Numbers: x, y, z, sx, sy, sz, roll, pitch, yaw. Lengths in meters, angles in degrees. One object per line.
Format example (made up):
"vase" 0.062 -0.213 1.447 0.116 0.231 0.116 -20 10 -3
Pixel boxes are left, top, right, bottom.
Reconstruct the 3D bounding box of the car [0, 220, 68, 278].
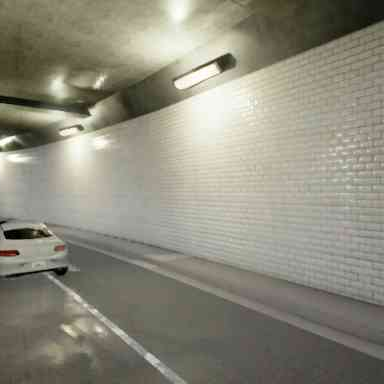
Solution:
"car" -5.005 1.525 9.524 1.812 1.442 4.674 0 0 -39
